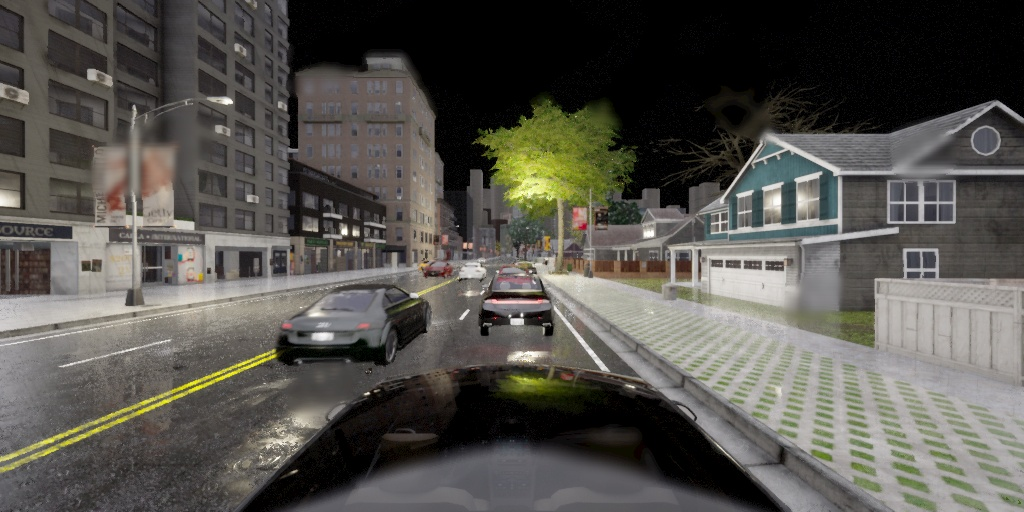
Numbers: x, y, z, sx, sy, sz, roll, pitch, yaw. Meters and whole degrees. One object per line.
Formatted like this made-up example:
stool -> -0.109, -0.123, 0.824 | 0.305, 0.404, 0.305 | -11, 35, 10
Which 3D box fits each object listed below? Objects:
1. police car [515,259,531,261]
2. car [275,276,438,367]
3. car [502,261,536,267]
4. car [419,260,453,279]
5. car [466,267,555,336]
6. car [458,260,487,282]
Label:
police car -> 1.008, 1.156, 29.590 | 1.930, 1.638, 5.238 | 0, 0, 0
car -> -3.141, 1.313, 7.964 | 1.994, 1.385, 4.181 | 0, 0, 0
car -> 0.122, 1.219, 19.860 | 1.882, 1.535, 5.008 | 0, 0, 0
car -> -6.563, 1.204, 32.294 | 1.882, 1.535, 5.008 | 0, 0, 0
car -> 0.113, 1.239, 10.357 | 2.128, 1.511, 4.902 | 0, 0, 0
car -> -3.117, 1.257, 28.779 | 1.812, 1.442, 4.674 | 0, 0, 0
